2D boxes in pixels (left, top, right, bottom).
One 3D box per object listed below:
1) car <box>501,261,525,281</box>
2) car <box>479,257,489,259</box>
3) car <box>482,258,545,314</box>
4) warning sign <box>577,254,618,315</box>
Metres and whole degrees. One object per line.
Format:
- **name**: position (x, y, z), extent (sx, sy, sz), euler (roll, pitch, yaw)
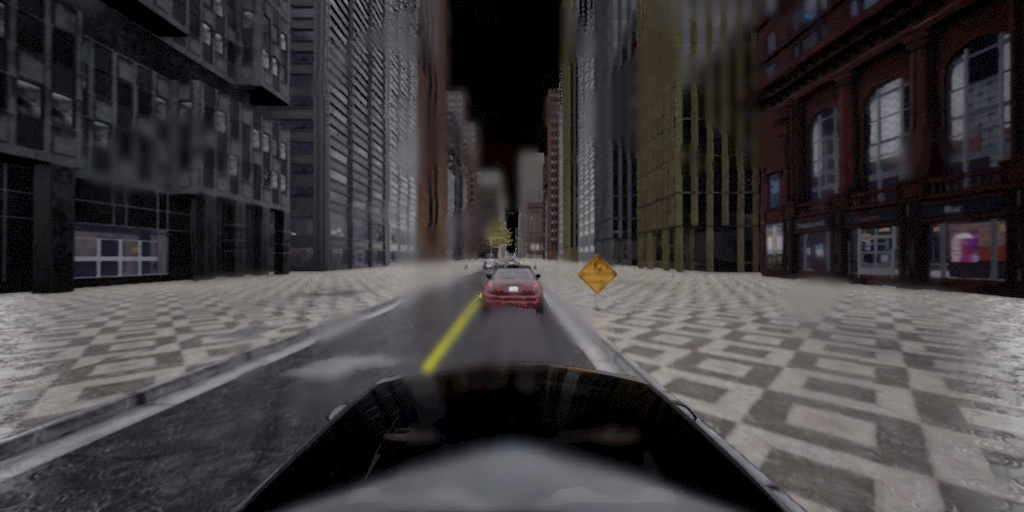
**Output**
- **car**: position (0.065, 1.214, 30.625), extent (1.882, 1.535, 5.008), euler (0, 0, 0)
- **car**: position (-3.102, 1.230, 50.715), extent (2.128, 1.511, 4.902), euler (0, 0, 0)
- **car**: position (0.064, 1.091, 13.762), extent (2.097, 1.767, 4.553), euler (0, 0, 0)
- **warning sign**: position (2.713, 0.857, 11.385), extent (1.300, 1.860, 1.060), euler (0, 0, 0)
